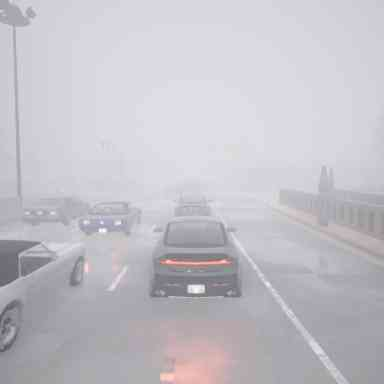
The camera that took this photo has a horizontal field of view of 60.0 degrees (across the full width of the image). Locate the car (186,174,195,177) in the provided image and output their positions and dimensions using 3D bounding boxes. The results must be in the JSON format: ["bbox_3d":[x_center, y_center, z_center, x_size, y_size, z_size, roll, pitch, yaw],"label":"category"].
[{"bbox_3d":[-0.403,-3.674,87.193,2.150,2.045,5.566,0,3,0],"label":"car"}]

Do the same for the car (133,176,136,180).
[{"bbox_3d":[-14.390,-3.243,84.482,1.882,1.535,5.008,0,3,0],"label":"car"}]

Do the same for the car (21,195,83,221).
[{"bbox_3d":[-6.970,0.867,17.693,2.033,1.411,5.357,0,3,0],"label":"car"}]

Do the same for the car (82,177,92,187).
[{"bbox_3d":[-17.825,-1.639,59.181,2.033,1.411,5.357,0,3,0],"label":"car"}]

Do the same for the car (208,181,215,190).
[{"bbox_3d":[1.161,-0.971,47.212,2.128,1.511,4.902,-3,5,-37],"label":"car"}]

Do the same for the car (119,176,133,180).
[{"bbox_3d":[-14.319,-2.460,69.555,2.097,1.767,4.553,0,3,0],"label":"car"}]

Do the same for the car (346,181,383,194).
[{"bbox_3d":[20.683,-0.472,38.719,5.008,1.535,1.882,0,3,2],"label":"car"}]

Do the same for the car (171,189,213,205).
[{"bbox_3d":[0.033,0.837,17.532,1.837,1.490,4.892,0,3,-1],"label":"car"}]

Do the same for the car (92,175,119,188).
[{"bbox_3d":[-14.328,-1.734,55.252,2.150,2.045,5.566,0,4,0],"label":"car"}]

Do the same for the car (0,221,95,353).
[{"bbox_3d":[-3.422,1.506,5.934,1.895,1.301,4.718,0,2,0],"label":"car"}]

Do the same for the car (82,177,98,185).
[{"bbox_3d":[-21.320,-2.357,69.900,1.882,1.535,5.008,0,3,0],"label":"car"}]

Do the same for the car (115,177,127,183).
[{"bbox_3d":[-17.887,-3.132,83.921,1.994,1.385,4.181,0,3,0],"label":"car"}]

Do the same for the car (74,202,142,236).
[{"bbox_3d":[-3.458,1.077,15.061,1.895,1.301,4.718,0,3,0],"label":"car"}]

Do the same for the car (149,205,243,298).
[{"bbox_3d":[0.069,1.337,8.152,1.837,1.490,4.892,0,2,0],"label":"car"}]

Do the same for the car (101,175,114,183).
[{"bbox_3d":[-21.389,-3.345,84.177,2.097,1.767,4.553,0,3,0],"label":"car"}]

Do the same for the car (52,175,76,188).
[{"bbox_3d":[-21.326,-1.758,55.698,2.150,2.045,5.566,0,4,0],"label":"car"}]

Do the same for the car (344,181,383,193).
[{"bbox_3d":[22.080,-0.633,42.167,4.674,1.442,1.812,0,3,2],"label":"car"}]

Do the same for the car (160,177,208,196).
[{"bbox_3d":[-1.031,-0.512,37.325,4.553,1.767,2.097,-1,4,-15],"label":"car"}]
